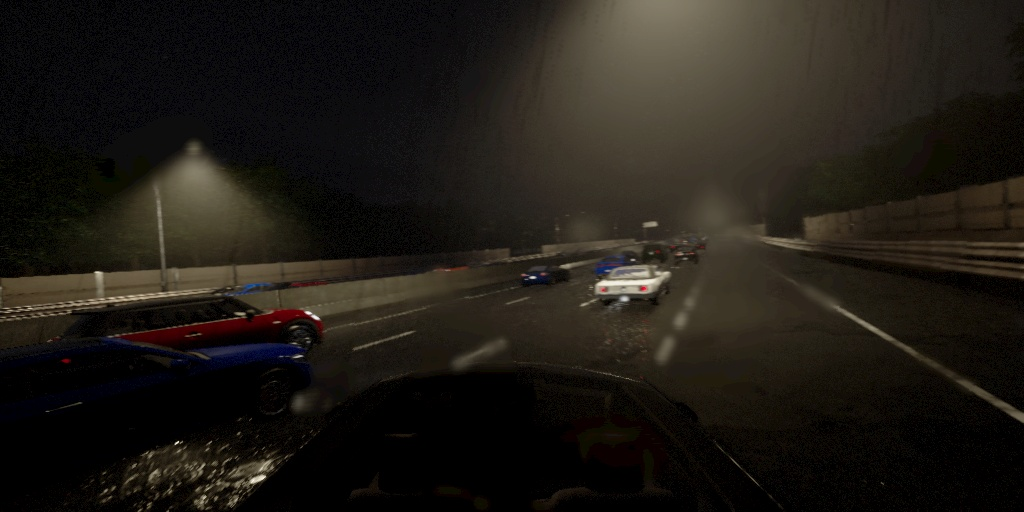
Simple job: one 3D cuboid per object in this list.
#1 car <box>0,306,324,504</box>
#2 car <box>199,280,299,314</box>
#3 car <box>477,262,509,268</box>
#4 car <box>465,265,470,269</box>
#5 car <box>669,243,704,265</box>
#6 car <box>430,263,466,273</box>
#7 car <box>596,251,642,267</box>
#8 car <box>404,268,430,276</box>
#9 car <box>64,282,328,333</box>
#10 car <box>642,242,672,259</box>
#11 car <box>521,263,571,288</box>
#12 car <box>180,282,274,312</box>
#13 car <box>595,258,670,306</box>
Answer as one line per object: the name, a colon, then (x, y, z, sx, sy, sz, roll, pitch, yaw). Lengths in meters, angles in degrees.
car: (-4.825, 1.661, 4.071, 1.812, 1.442, 4.674, -5, 0, 31)
car: (-17.464, 2.652, 24.111, 1.882, 1.535, 5.008, -5, 0, 31)
car: (-1.627, 1.423, 37.351, 1.837, 1.490, 4.892, -5, 0, 31)
car: (-2.972, 1.534, 41.923, 1.812, 1.442, 4.674, -5, 0, 31)
car: (16.306, -0.064, 33.385, 2.128, 1.511, 4.902, -5, 0, 30)
car: (-6.924, 1.687, 42.127, 2.097, 1.767, 4.553, -5, 0, 31)
car: (7.280, 0.690, 24.773, 1.882, 1.535, 5.008, -5, 0, 30)
car: (-10.793, 2.181, 42.417, 1.812, 1.442, 4.674, -5, 0, 31)
car: (-6.677, 1.640, 7.835, 2.097, 1.767, 4.553, -5, 0, 31)
car: (15.678, -0.327, 39.321, 2.150, 2.045, 5.566, -5, 1, 30)
car: (2.250, 1.175, 23.061, 1.994, 1.385, 4.181, -5, 0, 30)
car: (-20.424, 2.919, 25.957, 1.837, 1.490, 4.892, -5, 0, 31)
car: (4.686, 1.000, 13.372, 1.895, 1.301, 4.718, -5, 0, 30)
